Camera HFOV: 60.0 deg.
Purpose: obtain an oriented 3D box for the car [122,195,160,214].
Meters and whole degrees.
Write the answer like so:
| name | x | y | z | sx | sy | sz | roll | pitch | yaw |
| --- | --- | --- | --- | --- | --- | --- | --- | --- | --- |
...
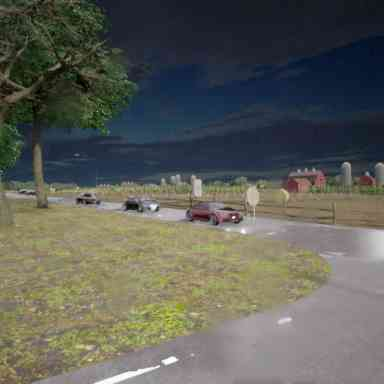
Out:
| name | x | y | z | sx | sy | sz | roll | pitch | yaw |
| --- | --- | --- | --- | --- | --- | --- | --- | --- | --- |
| car | -4.648 | 1.073 | 29.888 | 2.128 | 1.511 | 4.902 | -1 | 1 | -36 |

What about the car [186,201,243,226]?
| name | x | y | z | sx | sy | sz | roll | pitch | yaw |
| --- | --- | --- | --- | --- | --- | --- | --- | --- | --- |
| car | 1.381 | 1.310 | 21.615 | 1.994 | 1.385 | 4.181 | -1 | 2 | -34 |

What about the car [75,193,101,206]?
| name | x | y | z | sx | sy | sz | roll | pitch | yaw |
| --- | --- | --- | --- | --- | --- | --- | --- | --- | --- |
| car | -12.988 | 0.857 | 41.394 | 1.882 | 1.535 | 5.008 | -1 | 2 | -36 |

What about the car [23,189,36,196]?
| name | x | y | z | sx | sy | sz | roll | pitch | yaw |
| --- | --- | --- | --- | --- | --- | --- | --- | --- | --- |
| car | -40.960 | 0.226 | 84.695 | 1.882 | 1.535 | 5.008 | -1 | 1 | -36 |
